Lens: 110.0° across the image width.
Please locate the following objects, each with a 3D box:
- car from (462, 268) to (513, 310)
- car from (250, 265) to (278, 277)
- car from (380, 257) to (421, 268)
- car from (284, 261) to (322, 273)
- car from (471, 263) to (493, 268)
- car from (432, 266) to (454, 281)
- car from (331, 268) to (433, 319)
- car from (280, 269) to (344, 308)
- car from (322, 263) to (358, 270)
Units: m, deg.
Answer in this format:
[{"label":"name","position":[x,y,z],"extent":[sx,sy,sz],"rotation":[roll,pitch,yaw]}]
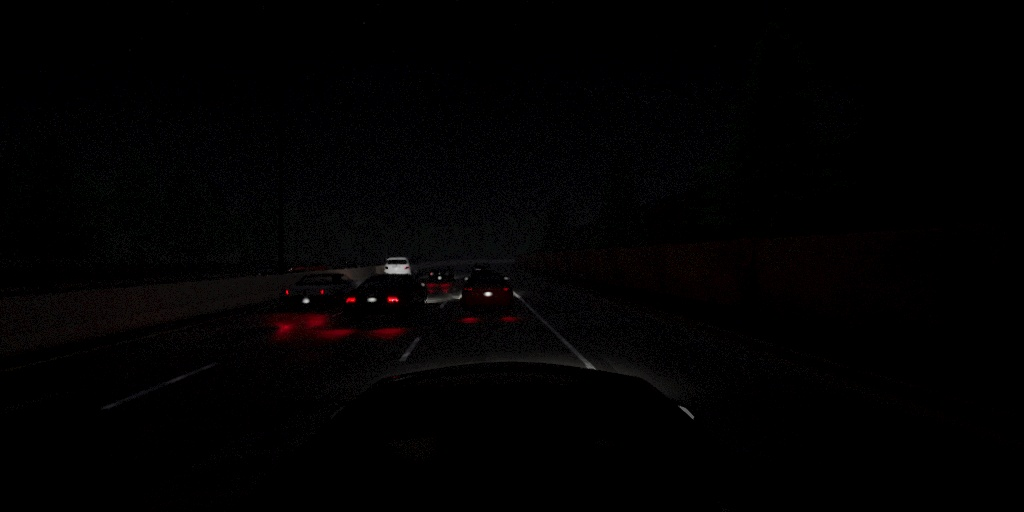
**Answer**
[{"label":"car","position":[-1.061,1.369,15.098],"extent":[1.994,1.385,4.181],"rotation":[0,0,-5]},{"label":"car","position":[-24.338,1.570,36.243],"extent":[1.994,1.385,4.181],"rotation":[0,0,-5]},{"label":"car","position":[-9.671,1.133,31.830],"extent":[2.150,2.045,5.566],"rotation":[0,0,-5]},{"label":"car","position":[-20.864,1.341,36.666],"extent":[2.097,1.767,4.553],"rotation":[0,0,-5]},{"label":"car","position":[-2.792,1.371,33.449],"extent":[2.128,1.511,4.902],"rotation":[0,0,-5]},{"label":"car","position":[-6.125,1.491,31.522],"extent":[1.895,1.301,4.718],"rotation":[0,0,-5]},{"label":"car","position":[-4.391,1.363,13.134],"extent":[2.033,1.411,5.357],"rotation":[0,0,-5]},{"label":"car","position":[-8.178,1.447,16.068],"extent":[1.895,1.301,4.718],"rotation":[0,0,-5]},{"label":"car","position":[-17.394,1.477,37.149],"extent":[1.837,1.490,4.892],"rotation":[0,0,-5]}]
